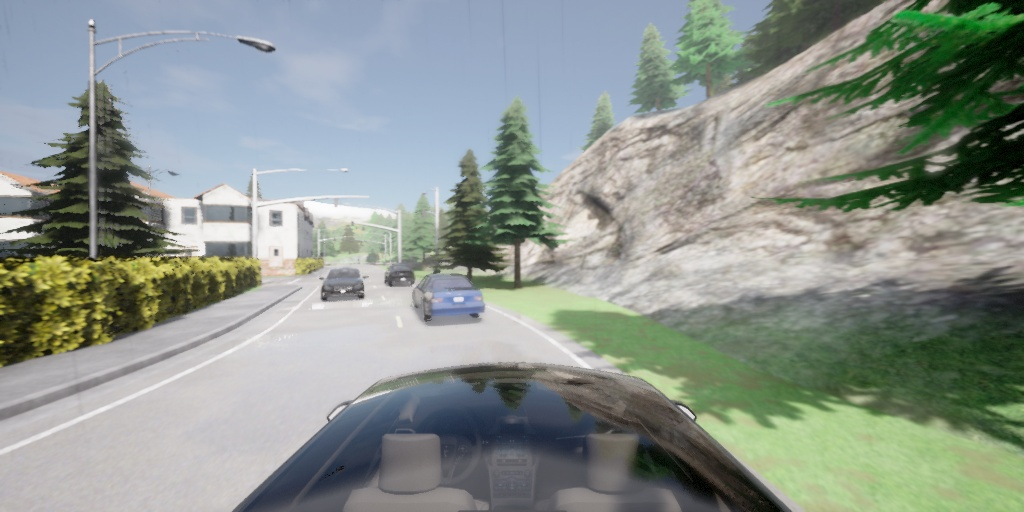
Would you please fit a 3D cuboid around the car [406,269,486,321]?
[{"bbox_3d":[-2.444,1.342,12.908,2.033,1.411,5.357,0,0,-20],"label":"car"}]

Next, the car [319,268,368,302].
[{"bbox_3d":[-8.490,1.367,18.195,1.837,1.490,4.892,0,-1,-24],"label":"car"}]

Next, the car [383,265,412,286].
[{"bbox_3d":[-8.477,1.383,26.991,1.837,1.490,4.892,0,0,-24],"label":"car"}]
